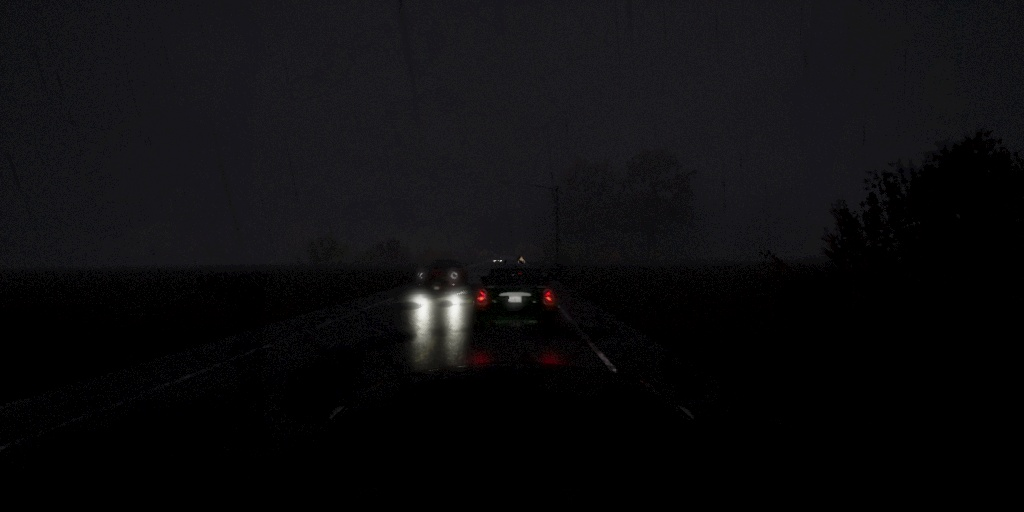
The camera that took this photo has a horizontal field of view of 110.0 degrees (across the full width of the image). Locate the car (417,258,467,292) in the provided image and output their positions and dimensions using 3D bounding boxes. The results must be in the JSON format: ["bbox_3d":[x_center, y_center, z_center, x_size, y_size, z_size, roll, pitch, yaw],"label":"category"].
[{"bbox_3d":[-3.608,0.929,19.406,2.097,1.767,4.553,0,1,0],"label":"car"}]

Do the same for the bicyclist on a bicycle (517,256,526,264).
[{"bbox_3d":[0.964,0.846,36.499,0.866,1.612,1.509,0,1,0],"label":"bicyclist on a bicycle"}]

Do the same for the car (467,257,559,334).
[{"bbox_3d":[0.102,1.015,10.501,2.097,1.767,4.553,0,0,0],"label":"car"}]
